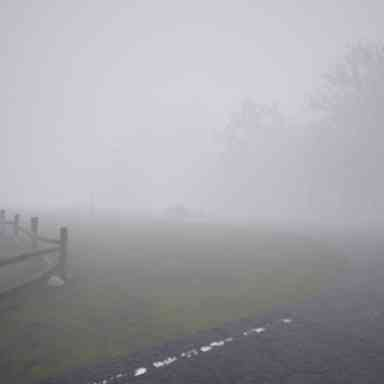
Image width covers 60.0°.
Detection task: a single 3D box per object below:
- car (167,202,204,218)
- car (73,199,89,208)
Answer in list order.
[{"bbox_3d":[-0.769,1.726,32.546,1.812,1.442,4.674,1,-1,-36],"label":"car"},{"bbox_3d":[-19.766,2.036,58.935,1.812,1.442,4.674,1,-1,-36],"label":"car"}]
